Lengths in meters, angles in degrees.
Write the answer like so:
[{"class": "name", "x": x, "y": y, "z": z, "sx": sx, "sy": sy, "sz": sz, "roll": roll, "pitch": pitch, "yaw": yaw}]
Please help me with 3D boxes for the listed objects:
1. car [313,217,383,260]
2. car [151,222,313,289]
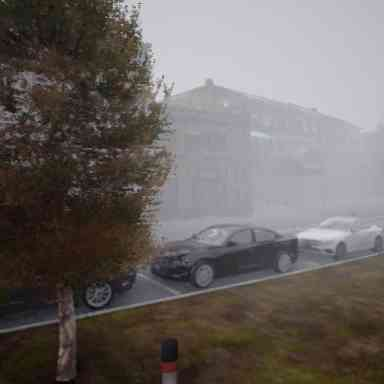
[{"class": "car", "x": 6.210, "y": 1.783, "z": 13.821, "sx": 4.674, "sy": 1.452, "sz": 2.002, "roll": 0, "pitch": 0, "yaw": -36}, {"class": "car", "x": 1.152, "y": 1.733, "z": 10.178, "sx": 5.008, "sy": 1.535, "sz": 2.097, "roll": 1, "pitch": 0, "yaw": -34}]
